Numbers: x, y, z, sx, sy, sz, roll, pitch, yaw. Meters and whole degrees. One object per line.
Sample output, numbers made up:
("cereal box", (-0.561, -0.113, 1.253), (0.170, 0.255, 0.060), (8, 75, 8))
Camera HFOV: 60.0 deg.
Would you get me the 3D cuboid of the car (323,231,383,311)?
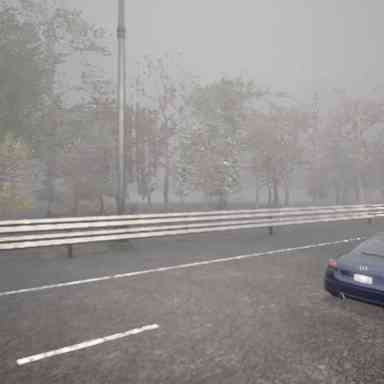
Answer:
("car", (4.779, 1.567, 7.279), (4.181, 1.385, 1.994), (0, 0, -36))
